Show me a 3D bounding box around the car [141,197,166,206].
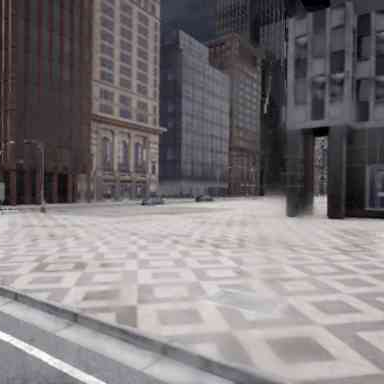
[{"bbox_3d":[-6.052,1.456,52.621,1.994,1.385,4.181,1,1,36],"label":"car"}]

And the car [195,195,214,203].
[{"bbox_3d":[2.478,1.338,64.682,1.837,1.490,4.892,1,1,35],"label":"car"}]
